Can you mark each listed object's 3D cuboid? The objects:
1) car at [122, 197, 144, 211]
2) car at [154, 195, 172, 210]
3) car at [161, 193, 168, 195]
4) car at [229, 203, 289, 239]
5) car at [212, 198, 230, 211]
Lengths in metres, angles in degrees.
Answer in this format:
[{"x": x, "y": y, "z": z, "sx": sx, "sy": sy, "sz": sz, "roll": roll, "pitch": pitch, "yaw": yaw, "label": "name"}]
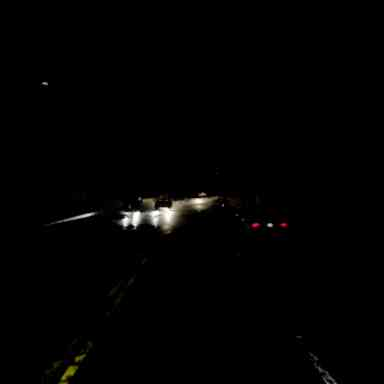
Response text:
[{"x": -6.618, "y": 1.301, "z": 37.863, "sx": 2.128, "sy": 1.511, "sz": 4.902, "roll": 0, "pitch": 0, "yaw": 0, "label": "car"}, {"x": -3.371, "y": 1.403, "z": 39.147, "sx": 1.895, "sy": 1.301, "sz": 4.718, "roll": 0, "pitch": 0, "yaw": 0, "label": "car"}, {"x": -6.550, "y": 0.994, "z": 78.581, "sx": 1.837, "sy": 1.490, "sz": 4.892, "roll": 0, "pitch": 0, "yaw": 0, "label": "car"}, {"x": 3.339, "y": 1.463, "z": 16.741, "sx": 2.033, "sy": 1.411, "sz": 5.357, "roll": 0, "pitch": 0, "yaw": 0, "label": "car"}, {"x": 3.326, "y": 1.374, "z": 37.637, "sx": 1.994, "sy": 1.385, "sz": 4.181, "roll": 0, "pitch": 0, "yaw": 0, "label": "car"}]
